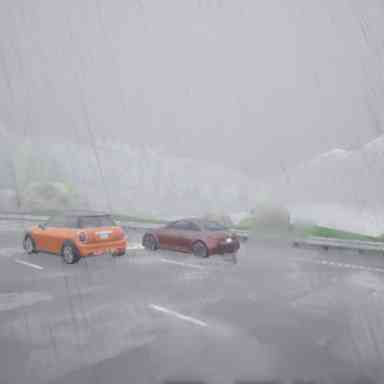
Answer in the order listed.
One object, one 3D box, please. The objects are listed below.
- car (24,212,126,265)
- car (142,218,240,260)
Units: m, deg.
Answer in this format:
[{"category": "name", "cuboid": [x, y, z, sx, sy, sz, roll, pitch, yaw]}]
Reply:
[{"category": "car", "cuboid": [-4.592, 1.553, 12.740, 4.553, 1.767, 2.097, -1, -1, 41]}, {"category": "car", "cuboid": [-0.146, 1.776, 13.597, 4.181, 1.385, 1.994, -1, -1, 41]}]
